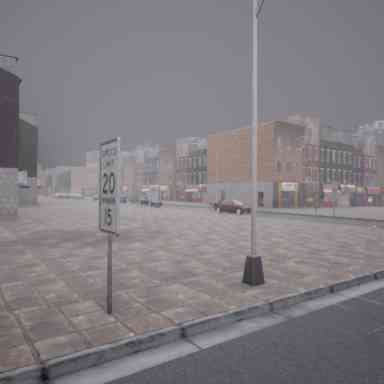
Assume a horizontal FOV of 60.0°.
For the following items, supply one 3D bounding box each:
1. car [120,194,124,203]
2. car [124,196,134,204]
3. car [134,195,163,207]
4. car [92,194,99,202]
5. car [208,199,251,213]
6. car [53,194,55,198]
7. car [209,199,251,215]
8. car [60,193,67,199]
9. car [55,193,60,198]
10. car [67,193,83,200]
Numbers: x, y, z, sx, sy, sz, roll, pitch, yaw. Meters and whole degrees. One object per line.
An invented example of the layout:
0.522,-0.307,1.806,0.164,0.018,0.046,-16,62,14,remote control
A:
-12.089,1.047,52.903,1.882,1.535,5.008,1,0,-35,car
-8.491,1.163,53.161,2.033,1.411,5.357,1,0,-35,car
-5.584,1.230,44.388,1.947,1.339,4.313,1,0,-35,car
-16.142,1.019,58.611,1.837,1.490,4.892,1,0,-35,car
3.922,1.411,35.671,1.895,1.301,4.718,1,0,-35,car
-34.080,0.843,84.586,1.752,1.417,4.829,1,0,-35,car
3.947,1.367,30.943,1.887,1.381,4.507,1,0,-35,car
-27.824,0.924,75.761,1.887,1.381,4.507,1,0,-35,car
-31.002,0.892,80.243,1.887,1.381,4.507,1,0,-35,car
-24.647,0.965,71.279,2.008,1.369,4.403,1,0,-35,car
